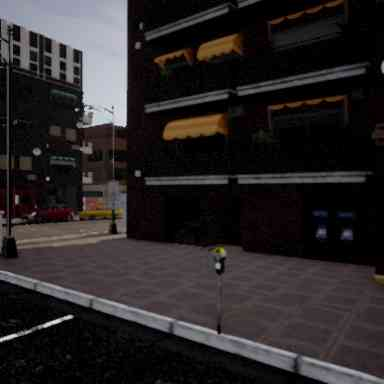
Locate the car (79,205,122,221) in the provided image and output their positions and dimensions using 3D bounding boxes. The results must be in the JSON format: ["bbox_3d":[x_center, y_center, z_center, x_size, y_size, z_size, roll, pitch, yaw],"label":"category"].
[{"bbox_3d":[-8.984,1.942,32.231,1.752,1.417,4.829,-1,-2,35],"label":"car"}]

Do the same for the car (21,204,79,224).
[{"bbox_3d":[-12.042,1.756,27.840,1.967,1.590,4.097,-1,-2,35],"label":"car"}]
